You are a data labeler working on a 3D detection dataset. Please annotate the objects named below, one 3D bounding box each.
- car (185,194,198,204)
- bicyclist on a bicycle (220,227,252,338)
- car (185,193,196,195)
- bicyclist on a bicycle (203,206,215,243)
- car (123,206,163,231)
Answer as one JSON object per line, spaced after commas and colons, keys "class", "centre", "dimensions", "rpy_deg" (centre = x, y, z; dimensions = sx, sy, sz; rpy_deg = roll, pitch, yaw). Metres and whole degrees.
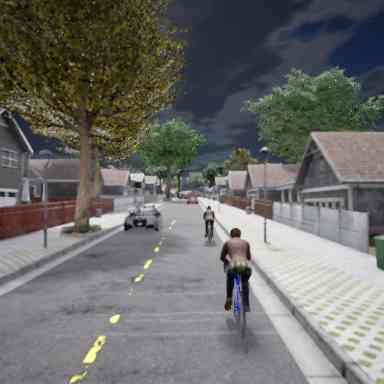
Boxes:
{"class": "car", "centre": [0.127, 1.562, 62.791], "dimensions": [1.994, 1.385, 4.181], "rpy_deg": [0, 0, 0]}
{"class": "bicyclist on a bicycle", "centre": [0.763, 1.446, 5.658], "dimensions": [0.582, 1.620, 1.656], "rpy_deg": [0, 0, 0]}
{"class": "car", "centre": [0.032, 1.234, 74.270], "dimensions": [2.150, 2.045, 5.566], "rpy_deg": [0, 0, 0]}
{"class": "bicyclist on a bicycle", "centre": [0.766, 1.440, 14.673], "dimensions": [0.582, 1.620, 1.656], "rpy_deg": [0, 0, 0]}
{"class": "car", "centre": [-2.840, 1.549, 20.077], "dimensions": [1.994, 1.385, 4.181], "rpy_deg": [0, 0, 0]}
